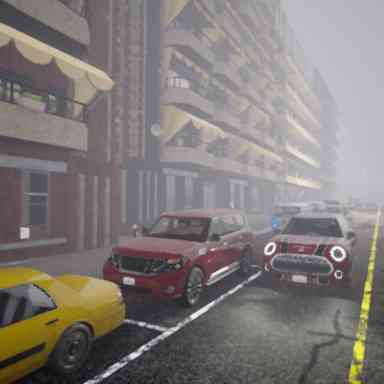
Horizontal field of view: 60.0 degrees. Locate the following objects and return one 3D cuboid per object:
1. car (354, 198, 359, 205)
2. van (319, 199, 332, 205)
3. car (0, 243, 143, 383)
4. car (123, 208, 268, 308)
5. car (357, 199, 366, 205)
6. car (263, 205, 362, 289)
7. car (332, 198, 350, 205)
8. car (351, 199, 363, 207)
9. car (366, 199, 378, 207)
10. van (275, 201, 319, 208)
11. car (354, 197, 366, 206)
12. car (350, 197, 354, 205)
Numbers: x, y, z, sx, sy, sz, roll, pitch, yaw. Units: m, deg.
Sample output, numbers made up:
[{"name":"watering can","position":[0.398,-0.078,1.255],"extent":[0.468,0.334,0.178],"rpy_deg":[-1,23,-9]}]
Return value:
[{"name":"car","position":[21.981,1.958,46.990],"extent":[1.947,1.339,4.313],"rpy_deg":[1,0,30]},{"name":"van","position":[8.274,1.531,22.976],"extent":[1.690,1.788,3.998],"rpy_deg":[1,0,30]},{"name":"car","position":[-2.781,1.581,3.617],"extent":[1.752,1.417,4.829],"rpy_deg":[1,0,30]},{"name":"car","position":[0.049,1.402,8.568],"extent":[2.192,1.841,5.009],"rpy_deg":[1,0,30]},{"name":"car","position":[41.175,2.334,80.610],"extent":[1.802,1.307,4.206],"rpy_deg":[1,0,30]},{"name":"car","position":[3.581,1.429,9.654],"extent":[2.097,1.767,4.553],"rpy_deg":[-1,-1,29]},{"name":"car","position":[13.758,1.582,32.581],"extent":[2.192,1.841,5.009],"rpy_deg":[1,0,30]},{"name":"car","position":[32.949,2.131,66.200],"extent":[1.887,1.381,4.507],"rpy_deg":[1,0,30]},{"name":"car","position":[33.483,2.012,61.998],"extent":[1.882,1.535,5.008],"rpy_deg":[-1,-1,30]},{"name":"van","position":[5.532,1.494,18.171],"extent":[1.690,1.788,3.998],"rpy_deg":[1,0,30]},{"name":"car","position":[30.210,1.850,61.397],"extent":[2.192,1.841,5.009],"rpy_deg":[1,0,30]},{"name":"car","position":[16.500,1.622,37.383],"extent":[2.192,1.841,5.009],"rpy_deg":[1,0,30]}]
